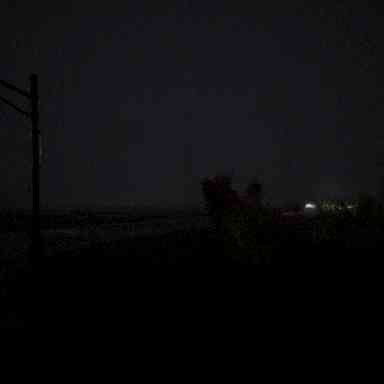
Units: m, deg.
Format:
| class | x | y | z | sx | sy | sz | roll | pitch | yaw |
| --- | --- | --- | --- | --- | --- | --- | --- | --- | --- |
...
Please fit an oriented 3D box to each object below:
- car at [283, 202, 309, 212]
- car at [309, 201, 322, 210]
| class | x | y | z | sx | sy | sz | roll | pitch | yaw |
| --- | --- | --- | --- | --- | --- | --- | --- | --- | --- |
| car | 15.119 | 2.205 | 49.355 | 2.128 | 1.511 | 4.902 | -2 | -2 | 36 |
| car | 20.942 | 2.351 | 57.530 | 1.812 | 1.442 | 4.674 | -2 | -2 | 36 |
